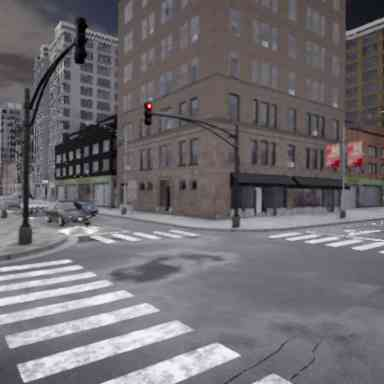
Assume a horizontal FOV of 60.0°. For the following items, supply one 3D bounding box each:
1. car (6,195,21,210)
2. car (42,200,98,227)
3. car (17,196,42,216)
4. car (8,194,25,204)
[{"bbox_3d":[-20.341,1.241,38.314,1.837,1.490,4.892,1,0,-36],"label":"car"},{"bbox_3d":[-8.111,1.363,21.797,1.837,1.490,4.892,1,0,-37],"label":"car"},{"bbox_3d":[-14.165,1.324,29.985,1.812,1.442,4.674,1,0,-36],"label":"car"},{"bbox_3d":[-29.619,1.175,56.143,1.812,1.442,4.674,1,0,-37],"label":"car"}]
